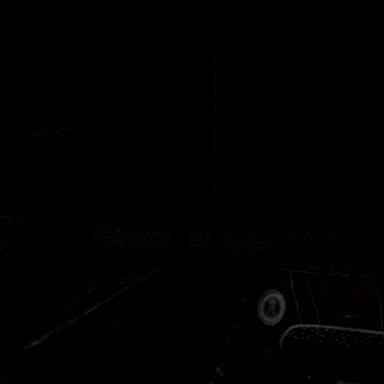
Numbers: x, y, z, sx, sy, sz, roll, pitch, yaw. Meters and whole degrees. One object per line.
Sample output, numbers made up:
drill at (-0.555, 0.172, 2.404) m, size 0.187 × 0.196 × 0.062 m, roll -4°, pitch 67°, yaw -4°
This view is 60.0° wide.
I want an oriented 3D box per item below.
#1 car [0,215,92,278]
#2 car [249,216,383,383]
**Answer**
car at (-5.059, 1.513, 10.524) m, size 2.163 × 1.488 × 4.792 m, roll 1°, pitch -1°, yaw 15°
car at (2.176, 1.361, 5.426) m, size 2.185 × 1.767 × 4.553 m, roll 1°, pitch -1°, yaw 16°
